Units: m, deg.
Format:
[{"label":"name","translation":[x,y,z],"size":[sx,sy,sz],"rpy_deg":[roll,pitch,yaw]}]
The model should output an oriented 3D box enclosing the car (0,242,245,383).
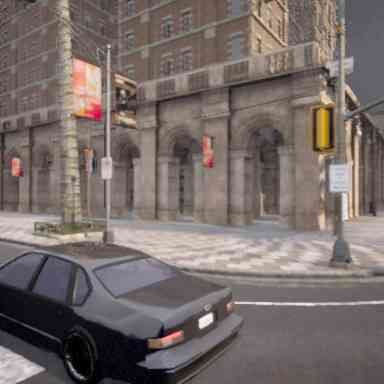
[{"label":"car","translation":[-1.878,1.546,5.331],"size":[5.357,1.411,2.033],"rpy_deg":[0,0,36]}]
